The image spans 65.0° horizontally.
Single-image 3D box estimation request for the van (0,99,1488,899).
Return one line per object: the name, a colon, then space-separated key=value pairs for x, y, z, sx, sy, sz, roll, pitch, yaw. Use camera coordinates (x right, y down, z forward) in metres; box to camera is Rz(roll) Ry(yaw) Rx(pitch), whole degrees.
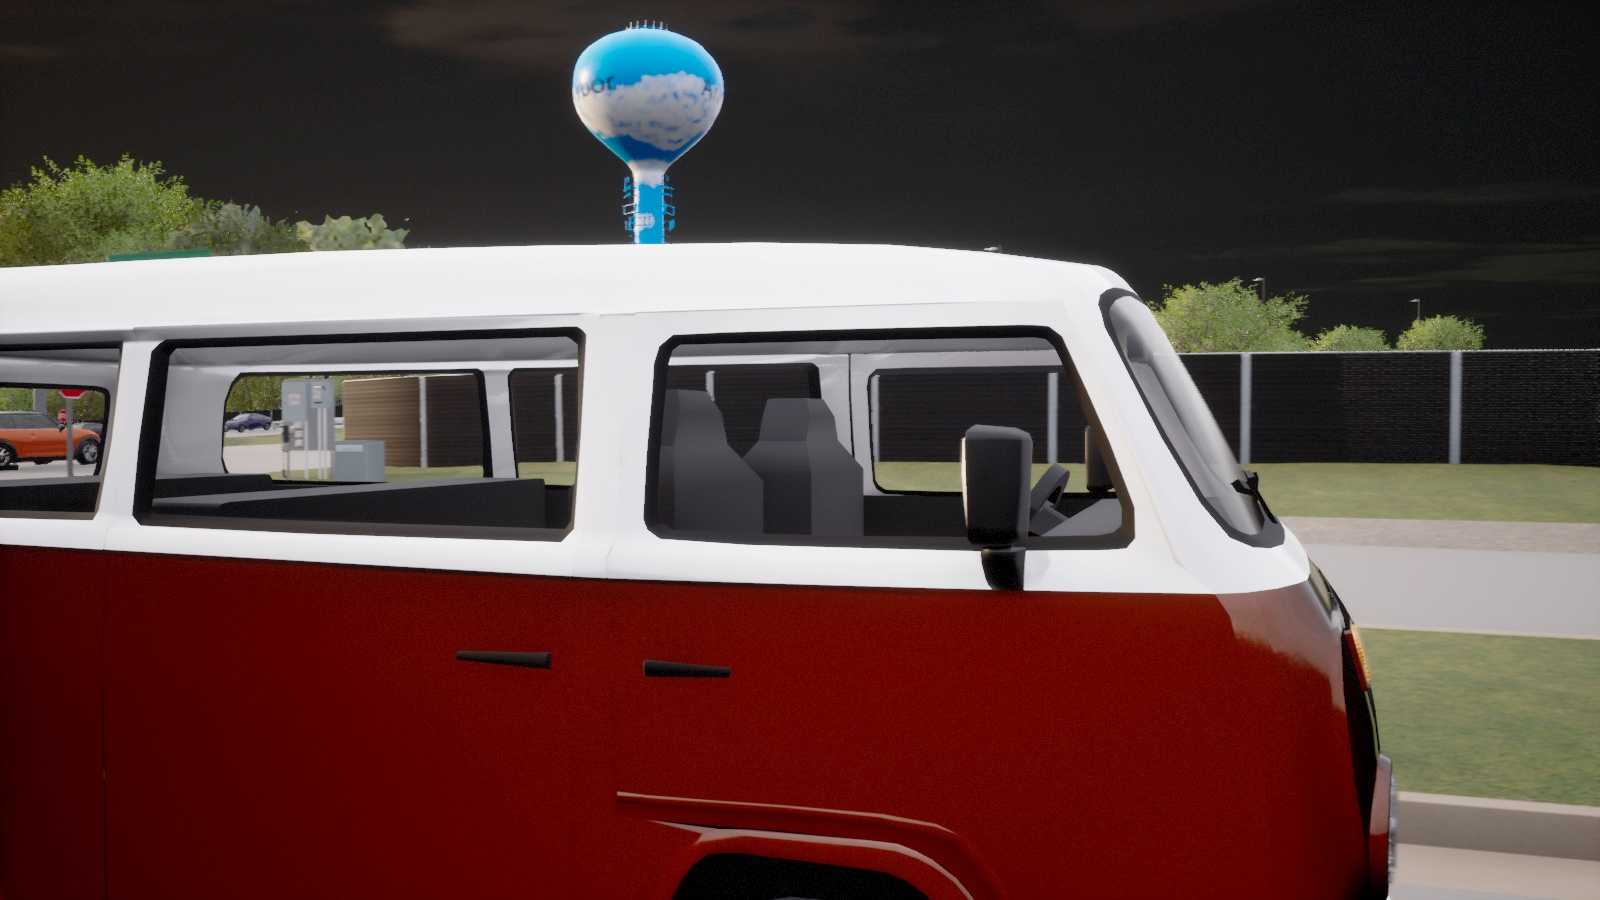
van: x=-0.836 y=0.485 z=3.472 sx=4.480 sy=2.038 sz=2.069 roll=1 pitch=1 yaw=19
